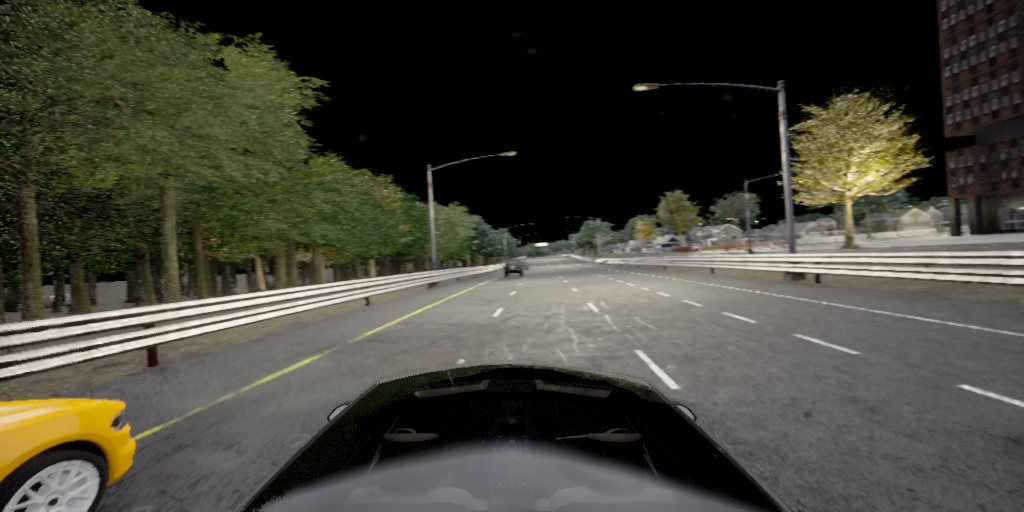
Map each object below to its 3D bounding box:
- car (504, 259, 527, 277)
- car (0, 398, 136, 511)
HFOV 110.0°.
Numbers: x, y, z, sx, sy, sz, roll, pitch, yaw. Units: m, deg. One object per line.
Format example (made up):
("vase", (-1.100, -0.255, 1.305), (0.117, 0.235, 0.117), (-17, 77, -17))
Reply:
("car", (0.284, 1.446, 43.616), (2.150, 2.045, 5.566), (-3, -1, 5))
("car", (-4.519, 1.493, 1.178), (1.882, 1.535, 5.008), (-3, 0, 5))
